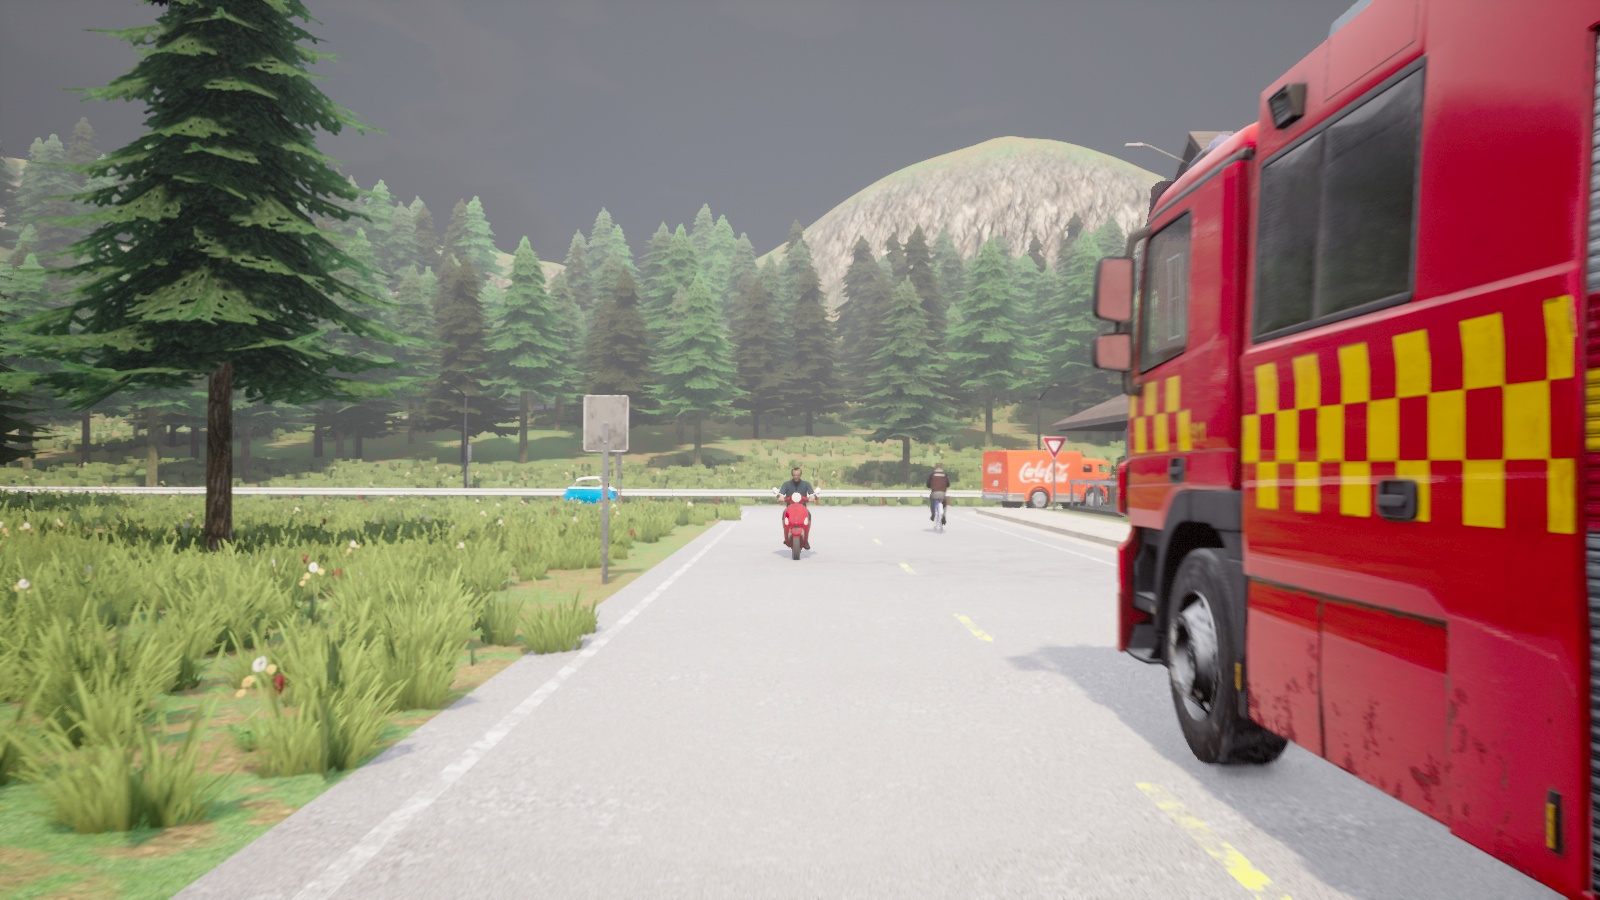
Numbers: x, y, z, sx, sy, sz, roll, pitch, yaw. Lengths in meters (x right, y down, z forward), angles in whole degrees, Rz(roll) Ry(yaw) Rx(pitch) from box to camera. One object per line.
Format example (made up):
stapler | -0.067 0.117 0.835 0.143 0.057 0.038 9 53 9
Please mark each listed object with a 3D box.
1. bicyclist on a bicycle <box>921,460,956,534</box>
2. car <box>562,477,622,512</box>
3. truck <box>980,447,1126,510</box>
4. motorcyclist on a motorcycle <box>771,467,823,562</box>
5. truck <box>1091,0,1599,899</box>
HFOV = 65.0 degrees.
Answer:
bicyclist on a bicycle | 3.424 1.142 31.233 0.659 1.776 1.843 0 -1 0
car | -8.569 1.826 51.781 2.207 1.376 1.481 -1 -1 0
truck | 10.299 1.193 51.277 5.204 2.467 2.627 1 -2 -18
motorcyclist on a motorcycle | -0.053 1.100 22.024 0.866 1.590 1.817 0 -1 0
truck | 3.484 -0.299 4.478 2.891 3.827 8.468 0 -1 0
